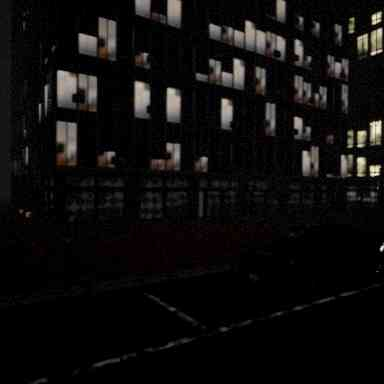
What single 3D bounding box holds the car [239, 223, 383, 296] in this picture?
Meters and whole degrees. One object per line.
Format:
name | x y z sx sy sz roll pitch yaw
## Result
car | 3.188 1.519 8.502 4.313 1.339 1.947 0 1 -33
